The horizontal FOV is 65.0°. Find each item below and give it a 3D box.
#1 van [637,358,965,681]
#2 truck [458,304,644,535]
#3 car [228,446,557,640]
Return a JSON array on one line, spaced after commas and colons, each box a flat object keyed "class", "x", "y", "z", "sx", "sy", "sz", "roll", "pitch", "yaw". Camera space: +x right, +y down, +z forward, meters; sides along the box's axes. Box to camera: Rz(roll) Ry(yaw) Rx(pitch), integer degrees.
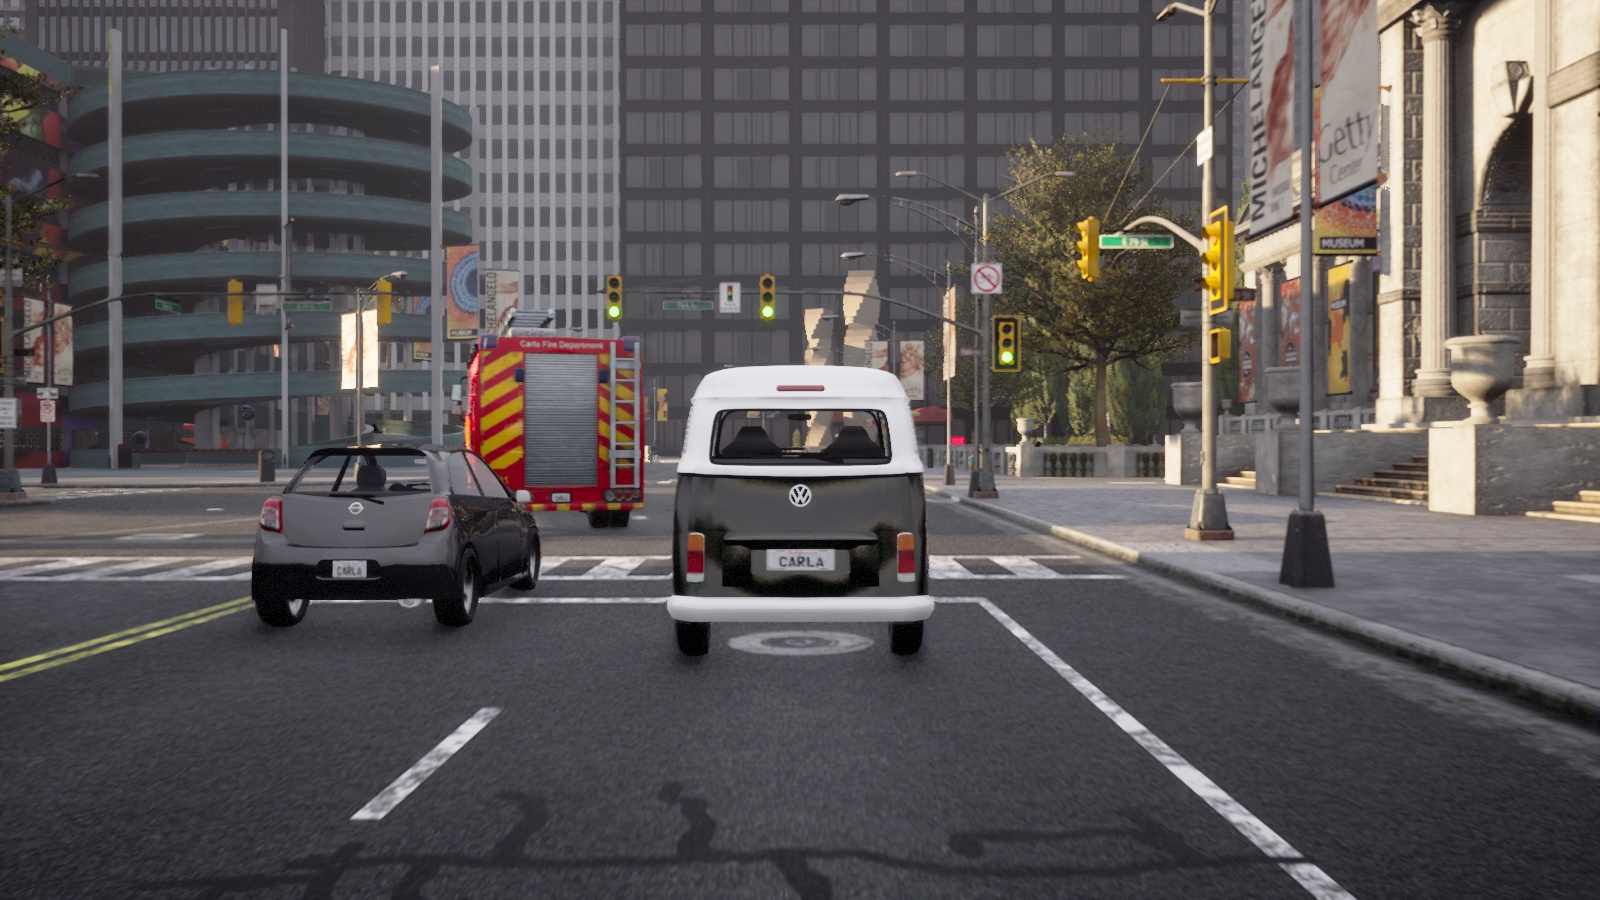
[{"class": "van", "x": 0.003, "y": 0.431, "z": 10.154, "sx": 2.069, "sy": 2.038, "sz": 4.480, "roll": 0, "pitch": 0, "yaw": 0}, {"class": "truck", "x": -5.286, "y": -0.518, "z": 25.324, "sx": 2.891, "sy": 3.827, "sz": 8.468, "roll": 0, "pitch": 0, "yaw": -17}, {"class": "car", "x": -3.499, "y": 0.714, "z": 11.517, "sx": 1.845, "sy": 1.501, "sz": 3.633, "roll": 0, "pitch": 0, "yaw": 0}]
